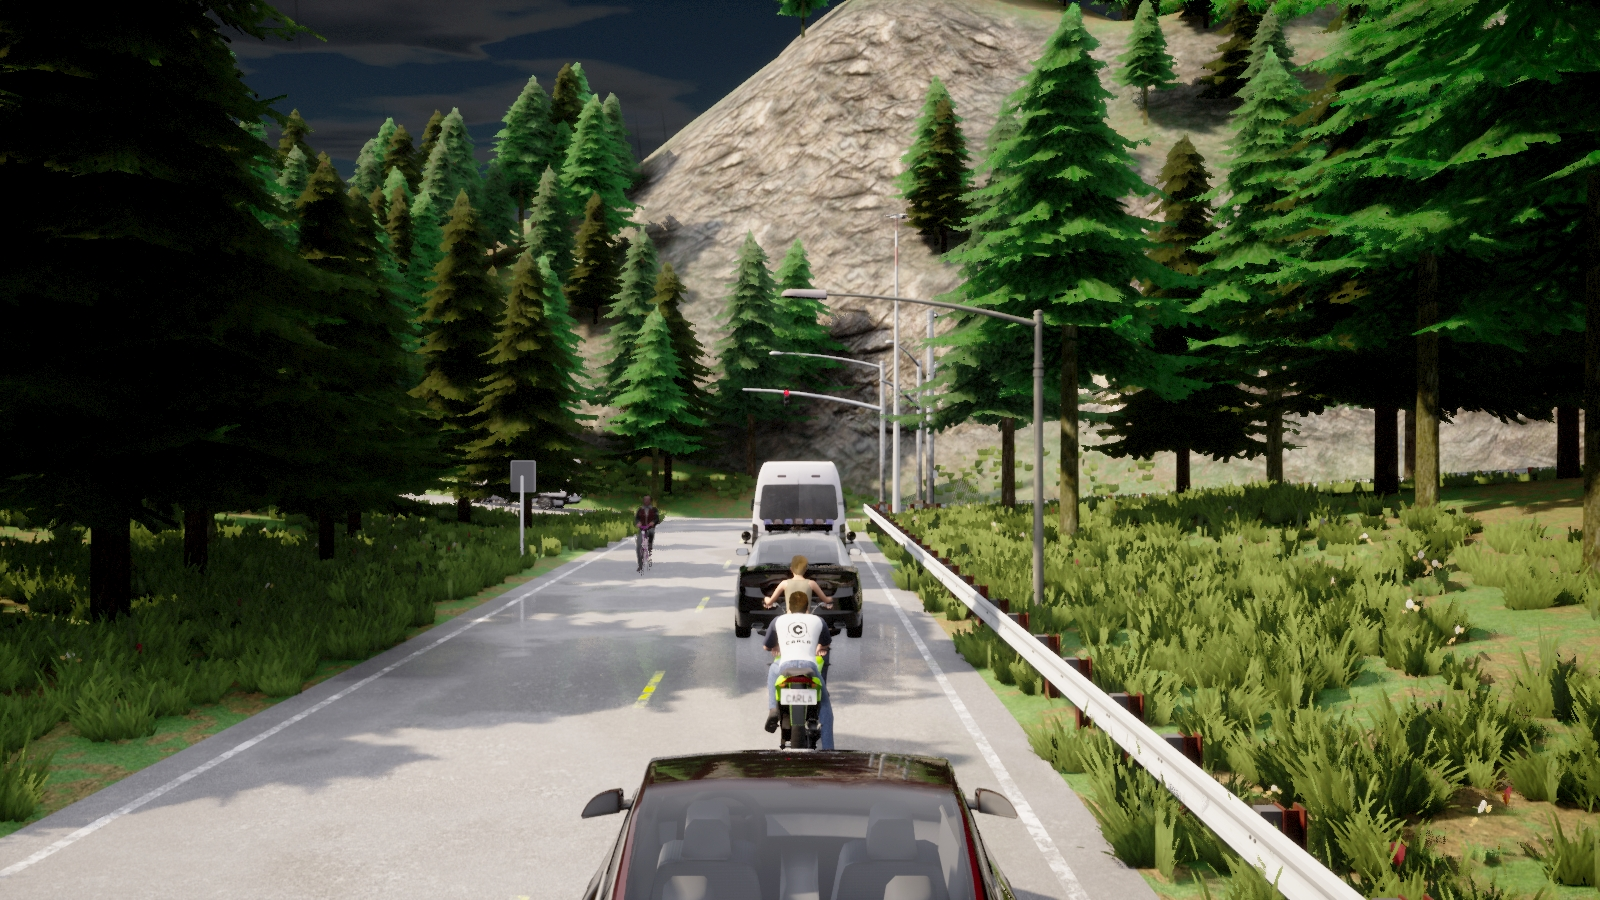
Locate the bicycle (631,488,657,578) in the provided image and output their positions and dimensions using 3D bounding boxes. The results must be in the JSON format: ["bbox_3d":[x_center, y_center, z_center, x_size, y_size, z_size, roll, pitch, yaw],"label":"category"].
[{"bbox_3d":[-3.510,1.836,25.822,0.329,1.919,1.835,0,0,0],"label":"bicycle"}]

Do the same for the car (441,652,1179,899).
[{"bbox_3d":[0.027,2.063,5.080,2.163,1.488,4.792,0,0,0],"label":"car"}]

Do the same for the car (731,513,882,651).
[{"bbox_3d":[0.090,1.982,18.501,2.097,1.638,5.238,0,0,0],"label":"car"}]

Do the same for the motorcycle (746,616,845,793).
[{"bbox_3d":[-0.033,2.213,10.287,0.803,1.145,2.033,0,0,0],"label":"motorcycle"}]

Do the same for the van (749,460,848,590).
[{"bbox_3d":[-0.039,1.534,25.918,1.988,2.561,5.915,0,0,0],"label":"van"}]
